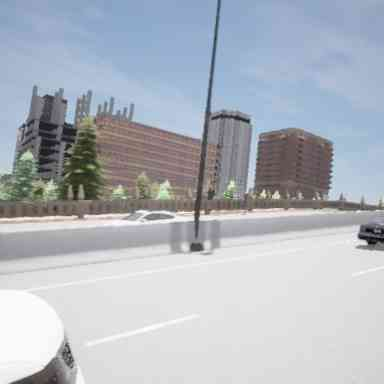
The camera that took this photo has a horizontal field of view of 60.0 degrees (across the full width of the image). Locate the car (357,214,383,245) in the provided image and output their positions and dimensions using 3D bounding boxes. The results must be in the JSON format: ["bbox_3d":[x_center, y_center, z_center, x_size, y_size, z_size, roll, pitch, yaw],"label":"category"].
[{"bbox_3d":[9.487,1.629,14.813,5.357,1.411,2.033,0,0,-36],"label":"car"}]

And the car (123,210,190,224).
[{"bbox_3d":[-2.129,1.560,15.340,4.674,1.442,1.812,0,0,-35],"label":"car"}]

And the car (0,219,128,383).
[{"bbox_3d":[-3.314,1.212,1.382,5.566,2.045,2.150,0,0,-36],"label":"car"}]
